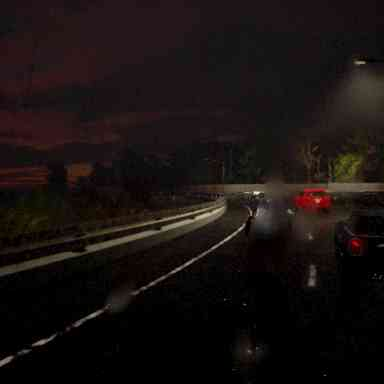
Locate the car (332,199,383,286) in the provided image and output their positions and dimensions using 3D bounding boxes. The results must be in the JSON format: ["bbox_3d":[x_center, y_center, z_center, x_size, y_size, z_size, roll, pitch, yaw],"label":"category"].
[{"bbox_3d":[4.974,1.219,8.748,2.097,1.767,4.553,0,1,21],"label":"car"}]

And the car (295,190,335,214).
[{"bbox_3d":[10.607,0.816,29.556,2.150,2.045,5.566,0,1,9],"label":"car"}]

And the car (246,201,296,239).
[{"bbox_3d":[3.821,1.356,16.106,1.994,1.385,4.181,0,1,18],"label":"car"}]

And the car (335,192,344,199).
[{"bbox_3d":[16.843,0.786,39.935,2.097,1.767,4.553,0,1,13],"label":"car"}]

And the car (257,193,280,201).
[{"bbox_3d":[7.598,0.926,33.276,2.097,1.767,4.553,0,1,8],"label":"car"}]
